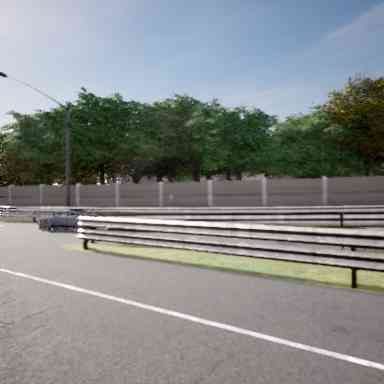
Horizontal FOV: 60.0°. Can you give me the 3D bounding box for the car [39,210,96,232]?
[{"bbox_3d":[-7.987,1.895,22.030,4.181,1.385,1.994,-1,-1,19],"label":"car"}]
